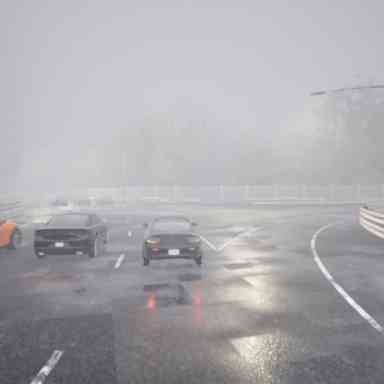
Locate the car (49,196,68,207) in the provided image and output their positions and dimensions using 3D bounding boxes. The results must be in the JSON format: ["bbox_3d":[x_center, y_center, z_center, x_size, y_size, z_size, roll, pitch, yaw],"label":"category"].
[{"bbox_3d":[-20.509,1.404,51.033,2.097,1.767,4.553,0,0,-32],"label":"car"}]

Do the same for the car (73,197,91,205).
[{"bbox_3d":[-17.472,1.517,52.772,1.882,1.535,5.008,0,0,-32],"label":"car"}]

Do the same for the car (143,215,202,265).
[{"bbox_3d":[-0.741,1.522,11.626,1.812,1.442,4.674,0,0,-6],"label":"car"}]

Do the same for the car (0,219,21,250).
[{"bbox_3d":[-7.788,1.376,11.569,2.097,1.767,4.553,0,0,-6],"label":"car"}]

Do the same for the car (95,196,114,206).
[{"bbox_3d":[-14.405,1.378,54.460,2.097,1.767,4.553,0,0,-32],"label":"car"}]

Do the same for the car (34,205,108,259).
[{"bbox_3d":[-4.418,1.488,12.808,1.882,1.535,5.008,0,0,-7],"label":"car"}]
